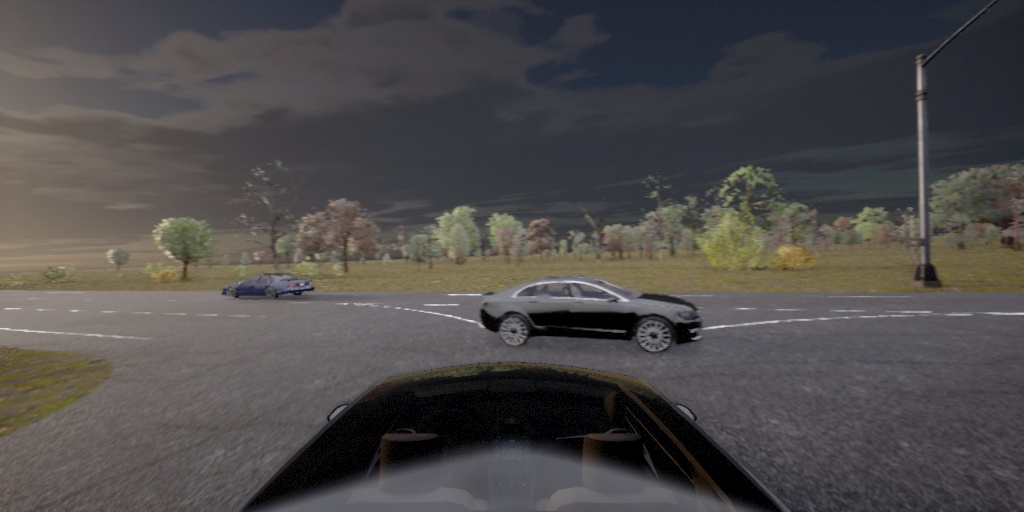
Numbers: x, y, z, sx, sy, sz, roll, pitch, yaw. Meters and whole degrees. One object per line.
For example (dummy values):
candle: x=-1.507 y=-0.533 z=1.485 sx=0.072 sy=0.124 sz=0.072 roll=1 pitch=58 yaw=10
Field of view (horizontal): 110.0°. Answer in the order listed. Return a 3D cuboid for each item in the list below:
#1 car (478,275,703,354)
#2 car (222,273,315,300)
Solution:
car: x=1.619 y=1.202 z=8.290 sx=4.902 sy=1.511 sz=2.128 roll=-2 pitch=0 yaw=18
car: x=-14.028 y=1.701 z=20.674 sx=5.357 sy=1.411 sz=2.033 roll=-2 pitch=1 yaw=18
